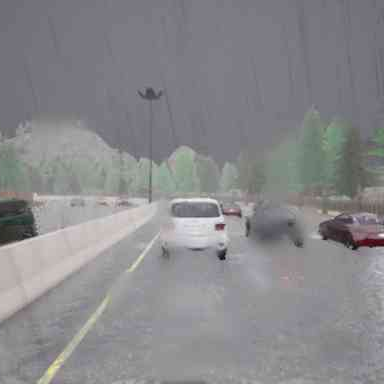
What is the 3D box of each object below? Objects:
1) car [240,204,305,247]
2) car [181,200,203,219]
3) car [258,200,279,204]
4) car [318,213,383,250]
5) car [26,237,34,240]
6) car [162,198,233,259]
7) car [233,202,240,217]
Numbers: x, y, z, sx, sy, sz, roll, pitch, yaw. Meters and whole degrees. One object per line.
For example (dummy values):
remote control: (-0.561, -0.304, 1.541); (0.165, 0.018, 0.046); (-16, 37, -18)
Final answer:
car: (3.582, 1.520, 15.045); (1.837, 1.490, 4.892); (0, 0, 0)
car: (-0.090, 1.536, 30.683); (1.837, 1.490, 4.892); (0, 0, -2)
car: (6.908, 1.536, 30.681); (1.837, 1.490, 4.892); (0, 0, -2)
car: (7.082, 1.579, 14.364); (1.994, 1.385, 4.181); (0, 0, 0)
car: (-7.114, 1.232, 10.727); (2.150, 2.045, 5.566); (0, 0, 0)
car: (0.082, 1.235, 12.867); (2.150, 2.045, 5.566); (0, 0, 0)
car: (3.384, 1.595, 31.153); (1.994, 1.385, 4.181); (0, 0, -2)
